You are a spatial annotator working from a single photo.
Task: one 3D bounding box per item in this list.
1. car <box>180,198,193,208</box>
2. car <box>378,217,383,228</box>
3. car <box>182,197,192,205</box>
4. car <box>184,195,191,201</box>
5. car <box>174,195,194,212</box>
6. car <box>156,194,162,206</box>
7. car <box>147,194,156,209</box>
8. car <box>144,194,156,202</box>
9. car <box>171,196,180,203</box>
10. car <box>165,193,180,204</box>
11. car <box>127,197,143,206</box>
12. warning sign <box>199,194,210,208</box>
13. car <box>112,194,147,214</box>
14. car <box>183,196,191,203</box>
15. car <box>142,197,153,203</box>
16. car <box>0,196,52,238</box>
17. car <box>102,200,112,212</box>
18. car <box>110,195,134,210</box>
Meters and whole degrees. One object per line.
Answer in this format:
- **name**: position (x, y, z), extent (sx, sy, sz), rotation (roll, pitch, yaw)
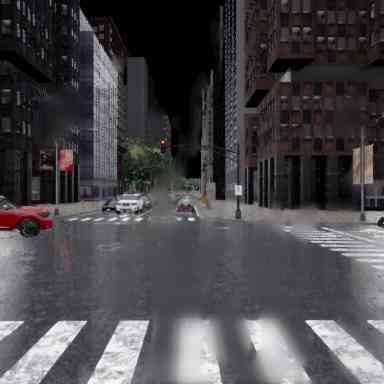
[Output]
- **car**: position (-0.812, 1.613, 49.798), extent (1.802, 1.307, 4.206), rotation (0, 0, -1)
- **car**: position (14.094, 1.787, 20.933), extent (4.181, 1.385, 1.994), rotation (1, 0, 0)
- **car**: position (-0.912, 1.601, 60.648), extent (1.887, 1.381, 4.507), rotation (0, 0, -1)
- **car**: position (-1.162, 1.571, 87.772), extent (1.967, 1.590, 4.097), rotation (0, 0, -1)
- **car**: position (-0.713, 1.447, 38.949), extent (1.967, 1.590, 4.097), rotation (0, 0, -1)
- **car**: position (-6.712, 1.397, 55.738), extent (2.097, 1.767, 4.553), rotation (0, 0, 0)
- **car**: position (-6.629, 1.374, 45.536), extent (2.097, 1.767, 4.553), rotation (0, 0, 0)
- **car**: position (-9.587, 1.415, 76.854), extent (2.192, 1.841, 5.009), rotation (0, 0, -1)
- **car**: position (-3.807, 1.692, 75.780), extent (1.895, 1.301, 4.718), rotation (0, 0, -1)
- **car**: position (-3.618, 1.561, 65.591), extent (2.128, 1.511, 4.902), rotation (0, 0, 0)
- **car**: position (-9.385, 1.568, 54.981), extent (1.752, 1.417, 4.829), rotation (0, 0, -1)
- **warning sign**: position (1.565, 1.130, 42.641), extent (1.300, 1.860, 1.060), rotation (0, 0, -1)
- **car**: position (-6.542, 1.222, 35.511), extent (2.150, 2.045, 5.566), rotation (0, 0, -1)
- **car**: position (-1.013, 1.610, 71.667), extent (1.752, 1.417, 4.829), rotation (0, 0, -1)
- **car**: position (-9.536, 1.666, 71.428), extent (1.802, 1.307, 4.206), rotation (0, 0, -1)
- **car**: position (-9.656, 1.114, 15.784), extent (5.566, 2.045, 2.150), rotation (0, 1, -25)
- **car**: position (-9.237, 1.573, 38.873), extent (1.947, 1.339, 4.313), rotation (0, 0, -1)
- **car**: position (-9.288, 1.334, 44.300), extent (2.192, 1.841, 5.009), rotation (0, 0, -1)
